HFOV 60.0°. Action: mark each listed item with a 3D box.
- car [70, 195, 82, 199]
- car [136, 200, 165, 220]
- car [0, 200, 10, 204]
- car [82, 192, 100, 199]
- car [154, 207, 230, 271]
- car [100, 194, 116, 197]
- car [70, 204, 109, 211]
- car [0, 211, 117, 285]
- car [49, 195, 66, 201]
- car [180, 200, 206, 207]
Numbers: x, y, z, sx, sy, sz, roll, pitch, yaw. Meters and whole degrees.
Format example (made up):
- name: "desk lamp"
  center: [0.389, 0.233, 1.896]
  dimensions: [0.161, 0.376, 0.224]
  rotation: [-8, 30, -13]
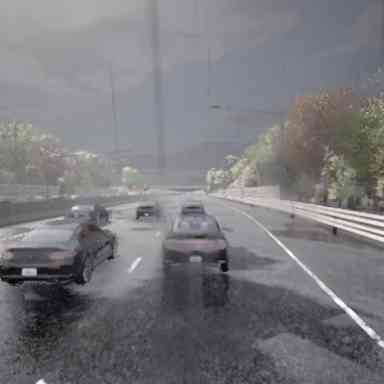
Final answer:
- name: "car"
  center: [-24.493, 1.340, 71.089]
  dimensions: [2.128, 1.511, 4.902]
  rotation: [0, 0, 0]
- name: "car"
  center: [-3.399, 1.426, 27.332]
  dimensions: [1.837, 1.490, 4.892]
  rotation: [0, 0, 0]
- name: "car"
  center: [-17.592, 1.441, 29.727]
  dimensions: [1.812, 1.442, 4.674]
  rotation: [0, 0, 0]
- name: "car"
  center: [-20.993, 1.041, 71.058]
  dimensions: [2.150, 2.045, 5.566]
  rotation: [0, 0, 0]
- name: "car"
  center: [0.097, 1.459, 10.732]
  dimensions: [2.128, 1.511, 4.902]
  rotation: [0, 0, 0]
- name: "car"
  center: [-17.493, 1.171, 71.118]
  dimensions: [2.097, 1.767, 4.553]
  rotation: [0, 0, 0]
- name: "car"
  center: [-6.902, 1.481, 22.412]
  dimensions: [2.033, 1.411, 5.357]
  rotation: [0, 0, 0]
- name: "car"
  center: [-3.403, 1.496, 9.259]
  dimensions: [1.812, 1.442, 4.674]
  rotation: [0, 0, 0]
- name: "car"
  center: [-27.993, 1.294, 69.203]
  dimensions: [1.882, 1.535, 5.008]
  rotation: [0, 0, 0]
- name: "car"
  center: [0.100, 1.427, 27.333]
  dimensions: [1.837, 1.490, 4.892]
  rotation: [0, 0, 0]
